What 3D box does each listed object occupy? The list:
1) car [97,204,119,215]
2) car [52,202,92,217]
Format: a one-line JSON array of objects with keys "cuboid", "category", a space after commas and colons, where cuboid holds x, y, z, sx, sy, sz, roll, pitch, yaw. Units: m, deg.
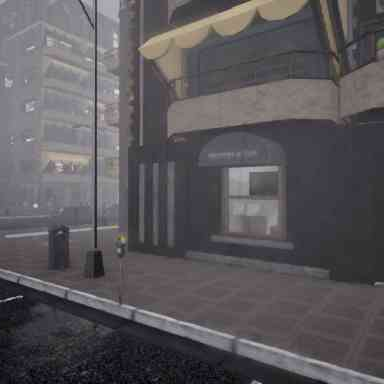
[{"cuboid": [-9.459, 2.064, 39.919, 1.802, 1.307, 4.206, -1, -1, 35], "category": "car"}, {"cuboid": [-12.743, 1.821, 35.295, 1.967, 1.590, 4.097, -1, -1, 35], "category": "car"}]
